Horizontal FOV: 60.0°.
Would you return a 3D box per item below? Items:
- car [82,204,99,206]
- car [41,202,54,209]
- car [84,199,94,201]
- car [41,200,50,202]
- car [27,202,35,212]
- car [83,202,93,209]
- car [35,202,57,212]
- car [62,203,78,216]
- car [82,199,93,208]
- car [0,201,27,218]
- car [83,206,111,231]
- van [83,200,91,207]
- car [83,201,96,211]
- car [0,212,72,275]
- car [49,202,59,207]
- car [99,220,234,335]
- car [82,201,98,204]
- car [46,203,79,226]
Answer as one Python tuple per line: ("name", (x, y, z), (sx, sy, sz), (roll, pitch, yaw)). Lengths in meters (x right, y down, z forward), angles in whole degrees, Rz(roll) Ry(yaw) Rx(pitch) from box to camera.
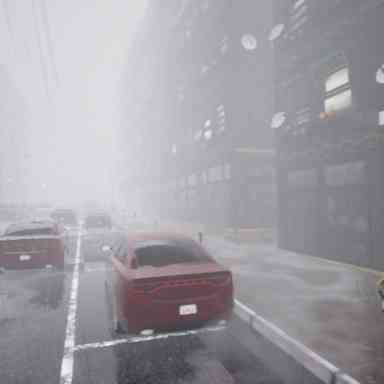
("car", (-8.451, 2.001, 28.958), (1.887, 1.381, 4.507), (1, -1, -18))
("car", (-29.770, 2.773, 68.582), (1.887, 1.381, 4.507), (1, -1, -18))
("car", (-13.661, 2.042, 44.714), (2.192, 1.841, 5.009), (1, -1, -18))
("car", (-28.039, 2.442, 63.333), (2.192, 1.841, 5.009), (1, -1, -18))
("car", (-19.406, 1.965, 37.067), (2.192, 1.841, 5.009), (1, -1, -18))
("car", (-20.572, 2.694, 65.725), (1.802, 1.307, 4.206), (1, -1, -18))
("car", (-17.628, 2.204, 39.740), (1.812, 1.442, 4.674), (0, -1, -18))
("car", (-16.109, 2.258, 43.989), (1.812, 1.442, 4.674), (0, -1, -18))
("car", (-24.022, 2.632, 76.239), (2.192, 1.841, 5.009), (1, -1, -18))
("car", (-17.680, 1.875, 31.814), (2.192, 1.841, 5.009), (1, -1, -18))
("car", (-6.725, 1.913, 23.705), (1.887, 1.381, 4.507), (1, -1, -18))
("van", (-25.750, 2.764, 81.492), (1.690, 1.788, 3.998), (1, -1, -18))
("car", (-17.117, 2.356, 55.220), (1.967, 1.590, 4.097), (1, -1, -18))
("car", (-5.282, 1.663, 11.358), (1.882, 1.535, 5.008), (0, -1, -18))
("car", (-34.951, 3.126, 84.342), (1.802, 1.307, 4.206), (1, -1, -18))
("car", (-0.831, 1.578, 7.150), (1.882, 1.535, 5.008), (0, -1, -18))
("car", (-10.170, 1.985, 34.217), (1.967, 1.590, 4.097), (1, -1, -18))
("car", (-10.599, 1.927, 27.538), (1.882, 1.535, 5.008), (0, -1, -18))
